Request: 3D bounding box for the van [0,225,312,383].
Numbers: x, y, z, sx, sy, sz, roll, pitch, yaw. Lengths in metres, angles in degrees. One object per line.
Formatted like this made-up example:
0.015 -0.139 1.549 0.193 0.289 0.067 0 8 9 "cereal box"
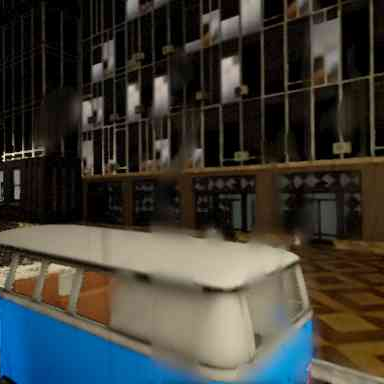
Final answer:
-0.824 1.322 3.485 3.998 1.788 1.690 1 -1 36 "van"
